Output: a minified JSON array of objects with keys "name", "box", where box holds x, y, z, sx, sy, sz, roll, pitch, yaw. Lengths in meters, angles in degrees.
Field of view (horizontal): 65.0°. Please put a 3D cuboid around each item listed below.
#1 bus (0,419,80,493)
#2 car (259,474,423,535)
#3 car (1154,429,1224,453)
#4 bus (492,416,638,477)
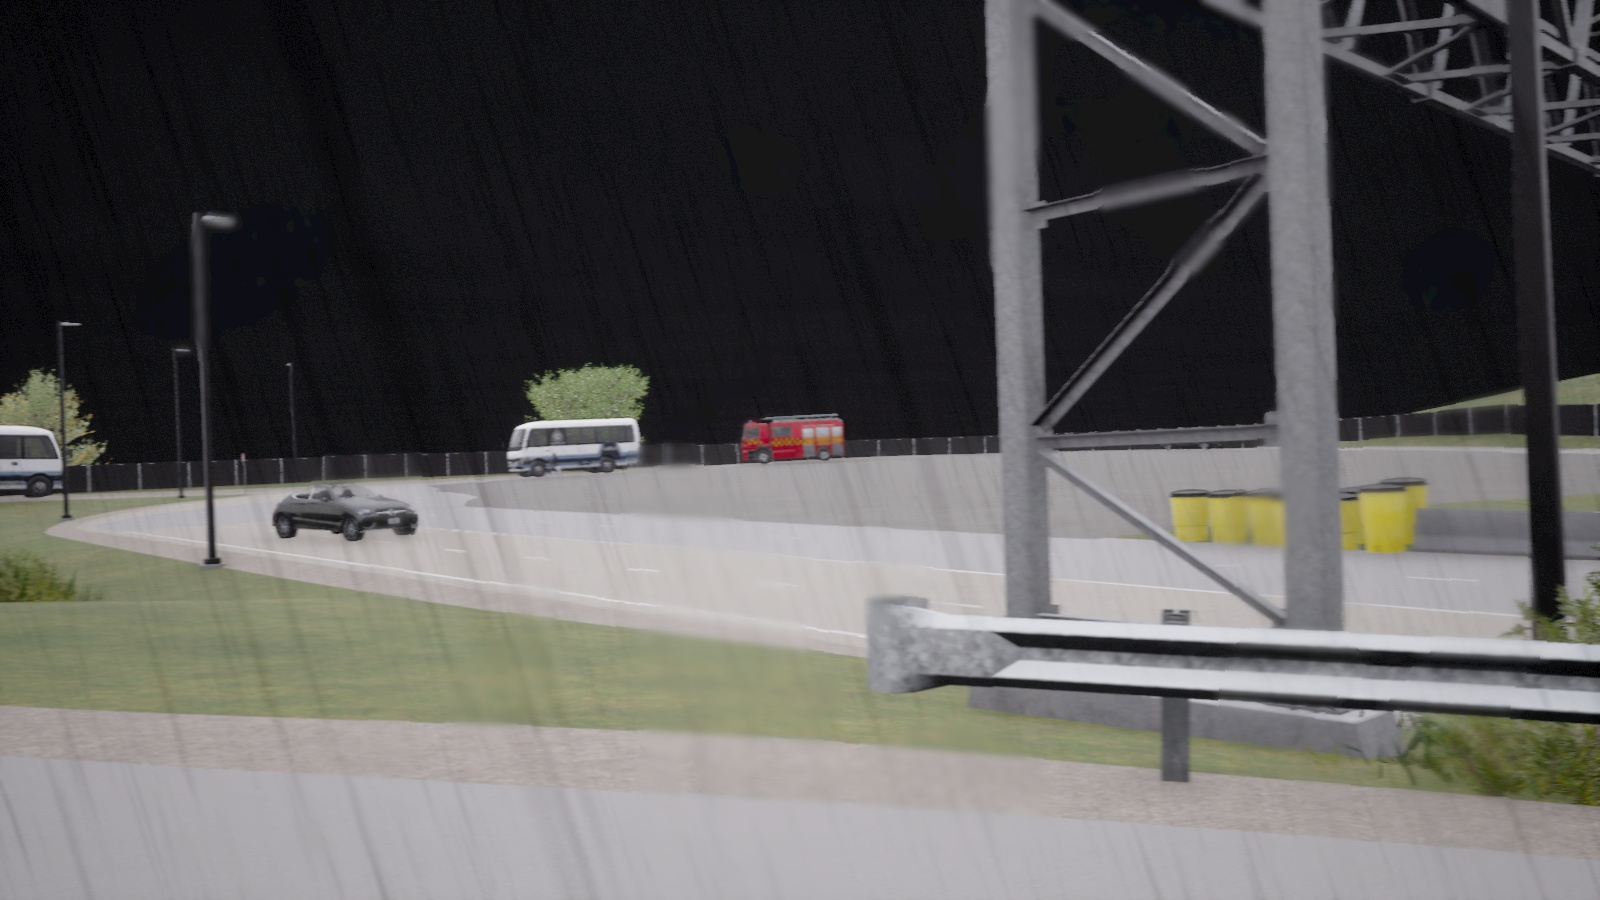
[{"name":"bus","box":[-47.854,0.375,72.595,10.273,4.253,3.944,1,-2,-39]},{"name":"car","box":[-14.081,1.611,38.464,5.027,1.651,2.152,-1,1,34]},{"name":"car","box":[29.197,-0.655,94.416,2.097,1.767,4.553,-2,1,-44]},{"name":"bus","box":[-18.192,-0.278,97.514,10.273,4.253,3.944,-3,0,-32]}]
